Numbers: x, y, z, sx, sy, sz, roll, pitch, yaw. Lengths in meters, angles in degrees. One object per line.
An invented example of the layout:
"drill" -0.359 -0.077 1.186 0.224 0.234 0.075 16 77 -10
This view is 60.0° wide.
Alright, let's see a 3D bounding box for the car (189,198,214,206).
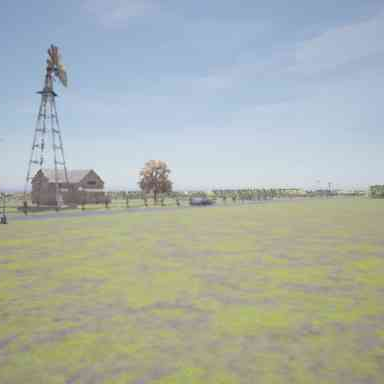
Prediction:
"car" 1.690 1.723 58.793 2.033 1.411 5.357 0 0 38
